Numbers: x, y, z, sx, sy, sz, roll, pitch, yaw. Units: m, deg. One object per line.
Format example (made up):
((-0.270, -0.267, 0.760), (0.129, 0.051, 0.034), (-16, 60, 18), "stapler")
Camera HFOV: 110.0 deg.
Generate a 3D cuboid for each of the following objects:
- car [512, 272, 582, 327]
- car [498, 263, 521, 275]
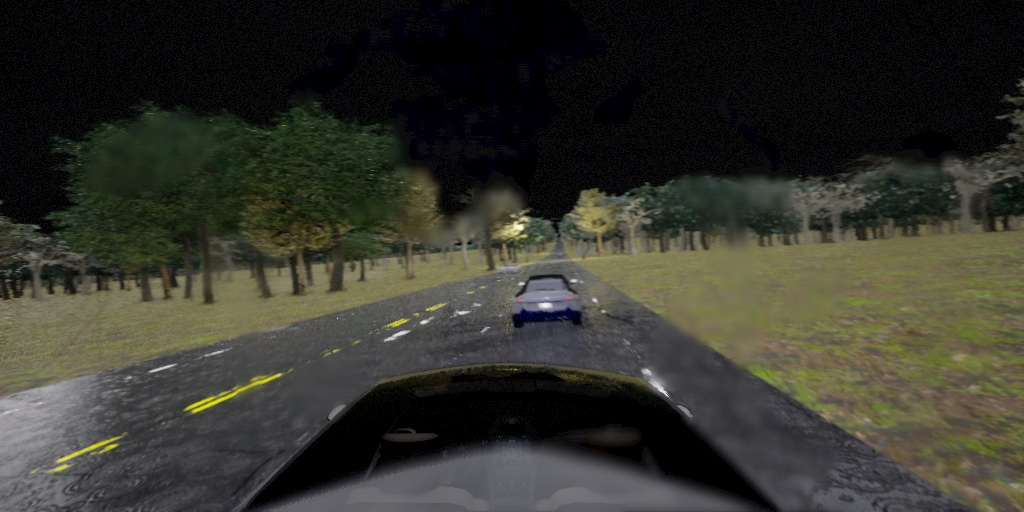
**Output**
((1.168, 1.279, 11.564), (1.994, 1.385, 4.181), (-4, 0, 8), "car")
((-0.302, 1.549, 44.044), (1.895, 1.301, 4.718), (-4, 0, 15), "car")
